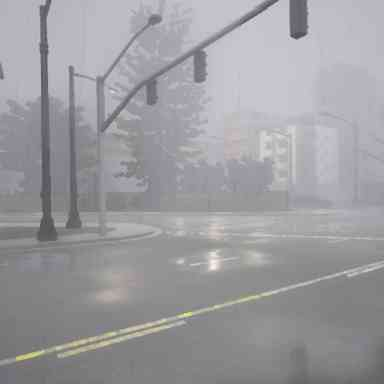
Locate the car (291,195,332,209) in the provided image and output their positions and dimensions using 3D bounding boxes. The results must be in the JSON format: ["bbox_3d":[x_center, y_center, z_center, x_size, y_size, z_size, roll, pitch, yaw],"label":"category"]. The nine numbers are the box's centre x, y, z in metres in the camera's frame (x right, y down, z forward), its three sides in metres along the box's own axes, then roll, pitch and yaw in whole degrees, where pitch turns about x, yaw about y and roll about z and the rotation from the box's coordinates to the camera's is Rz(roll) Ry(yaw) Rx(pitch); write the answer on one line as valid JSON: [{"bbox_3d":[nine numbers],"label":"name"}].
[{"bbox_3d":[13.948,1.131,38.932,1.837,1.490,4.892,-1,1,-35],"label":"car"}]
